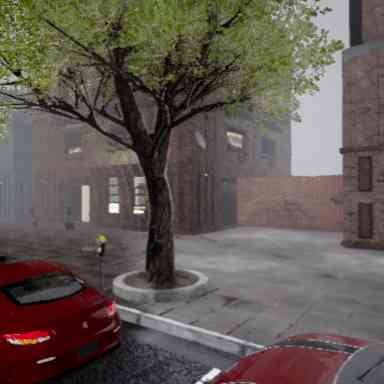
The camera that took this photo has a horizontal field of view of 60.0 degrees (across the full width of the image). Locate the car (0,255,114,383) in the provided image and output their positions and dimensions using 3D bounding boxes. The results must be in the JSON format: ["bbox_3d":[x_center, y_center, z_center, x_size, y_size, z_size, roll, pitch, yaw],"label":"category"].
[{"bbox_3d":[-2.847,1.613,4.905,4.206,1.307,1.802,0,0,36],"label":"car"}]

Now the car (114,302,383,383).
[{"bbox_3d":[1.790,1.436,1.596,4.097,1.590,1.967,0,0,36],"label":"car"}]
